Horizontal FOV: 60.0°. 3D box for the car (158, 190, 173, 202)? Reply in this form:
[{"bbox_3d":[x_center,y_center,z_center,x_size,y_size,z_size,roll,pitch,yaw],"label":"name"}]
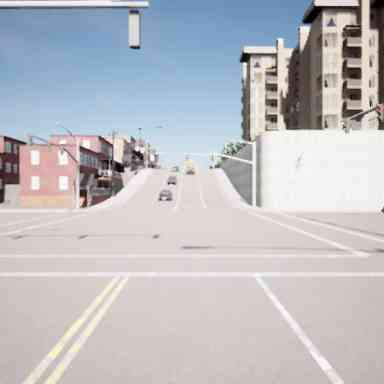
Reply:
[{"bbox_3d":[-3.798,0.470,47.994,2.128,1.511,4.902,0,7,0],"label":"car"}]

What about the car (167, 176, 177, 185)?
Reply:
[{"bbox_3d":[-3.809,-2.336,63.892,2.033,1.411,5.357,0,13,0],"label":"car"}]

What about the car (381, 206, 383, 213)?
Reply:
[{"bbox_3d":[19.496,1.415,30.016,4.181,1.385,1.994,0,0,0],"label":"car"}]

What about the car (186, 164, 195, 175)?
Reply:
[{"bbox_3d":[-0.343,-4.733,74.916,1.895,1.301,4.718,0,12,0],"label":"car"}]
